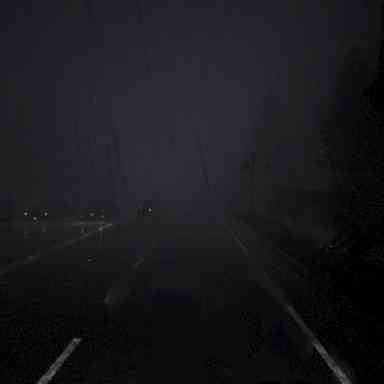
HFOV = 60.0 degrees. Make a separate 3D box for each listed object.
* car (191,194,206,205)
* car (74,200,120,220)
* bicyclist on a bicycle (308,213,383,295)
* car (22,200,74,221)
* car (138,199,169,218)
[{"bbox_3d":[0.884,1.019,45.298,2.033,1.411,5.357,0,1,1],"label":"car"},{"bbox_3d":[-6.598,1.300,24.072,1.994,1.385,4.181,0,1,1],"label":"car"},{"bbox_3d":[3.133,1.250,6.651,1.656,1.620,0.582,-3,1,1],"label":"bicyclist on a bicycle"},{"bbox_3d":[-10.097,1.291,24.135,2.033,1.411,5.357,0,1,1],"label":"car"},{"bbox_3d":[-2.964,1.247,25.942,1.994,1.385,4.181,0,1,1],"label":"car"}]
